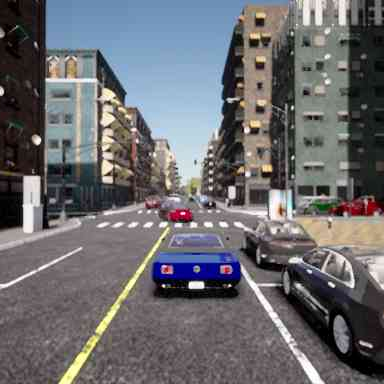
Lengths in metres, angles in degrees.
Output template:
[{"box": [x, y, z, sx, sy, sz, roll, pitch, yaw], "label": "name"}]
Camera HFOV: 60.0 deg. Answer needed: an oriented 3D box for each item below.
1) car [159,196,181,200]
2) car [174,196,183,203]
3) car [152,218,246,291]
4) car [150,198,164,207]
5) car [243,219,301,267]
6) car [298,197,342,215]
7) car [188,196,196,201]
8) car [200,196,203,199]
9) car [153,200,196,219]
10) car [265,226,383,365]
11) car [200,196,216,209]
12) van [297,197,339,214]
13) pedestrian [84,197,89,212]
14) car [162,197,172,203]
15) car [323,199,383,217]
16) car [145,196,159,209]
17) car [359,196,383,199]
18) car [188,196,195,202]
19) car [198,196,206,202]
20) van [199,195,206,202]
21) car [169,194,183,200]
[{"box": [-3.142, 1.711, 47.476, 2.033, 1.411, 5.357, 0, 0, 0], "label": "car"}, {"box": [-3.065, 1.771, 77.828, 1.837, 1.490, 4.892, 0, 0, 0], "label": "car"}, {"box": [0.092, 1.632, 9.062, 1.895, 1.301, 4.718, 0, 0, 0], "label": "car"}, {"box": [-5.725, 1.735, 55.115, 1.887, 1.381, 4.507, 1, 0, 0], "label": "car"}, {"box": [2.821, 1.589, 11.318, 2.008, 1.369, 4.403, 1, 0, 0], "label": "car"}, {"box": [13.306, 1.375, 33.760, 4.553, 1.767, 2.097, 0, -1, 0], "label": "car"}, {"box": [-0.066, 1.798, 78.551, 2.128, 1.511, 4.902, 0, 0, 0], "label": "car"}, {"box": [2.655, 1.772, 55.081, 1.802, 1.307, 4.206, 1, 0, 0], "label": "car"}, {"box": [-1.436, 1.596, 26.973, 1.994, 1.385, 4.181, 0, 0, -21], "label": "car"}, {"box": [2.825, 1.571, 5.748, 2.008, 1.369, 4.403, 1, 0, 0], "label": "car"}, {"box": [2.659, 1.737, 49.510, 1.947, 1.339, 4.313, 1, 0, 0], "label": "car"}, {"box": [13.733, 1.407, 36.340, 3.998, 1.788, 1.690, 0, -1, 0], "label": "van"}, {"box": [-12.562, 1.469, 39.463, 0.375, 1.860, 0.375, 0, -1, 0], "label": "pedestrian"}, {"box": [-5.743, 1.835, 77.398, 1.947, 1.339, 4.313, 1, 0, 0], "label": "car"}, {"box": [13.680, 1.498, 27.958, 4.206, 1.307, 1.802, 0, -1, 0], "label": "car"}, {"box": [-5.717, 1.486, 49.544, 2.192, 1.841, 5.009, 1, 0, 0], "label": "car"}, {"box": [19.261, 1.339, 36.306, 5.009, 1.841, 2.192, 0, -1, 0], "label": "car"}, {"box": [-0.074, 1.834, 88.933, 1.812, 1.442, 4.674, 0, 0, 0], "label": "car"}, {"box": [2.628, 1.853, 88.507, 1.887, 1.381, 4.507, 1, 0, 0], "label": "car"}, {"box": [2.639, 1.610, 77.367, 1.690, 1.788, 3.998, 1, 0, 0], "label": "van"}, {"box": [-3.126, 1.420, 57.478, 2.150, 2.045, 5.566, 0, 0, 0], "label": "car"}]
